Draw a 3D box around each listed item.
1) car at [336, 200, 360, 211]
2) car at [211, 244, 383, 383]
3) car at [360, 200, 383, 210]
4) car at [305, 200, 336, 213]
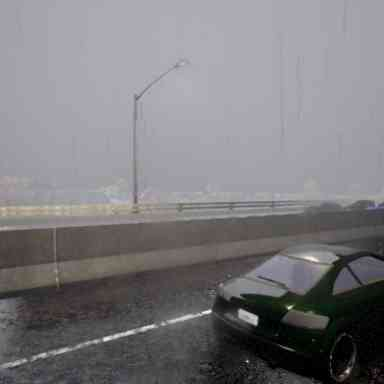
[{"bbox_3d":[16.597,1.529,32.520,4.892,1.490,1.837,1,0,-34],"label":"car"},{"bbox_3d":[2.350,1.565,5.400,4.181,1.385,1.994,0,0,-35],"label":"car"},{"bbox_3d":[16.886,1.493,28.498,5.008,1.535,1.882,0,0,-34],"label":"car"},{"bbox_3d":[13.832,1.580,34.882,4.181,1.385,1.994,0,0,-34],"label":"car"}]
